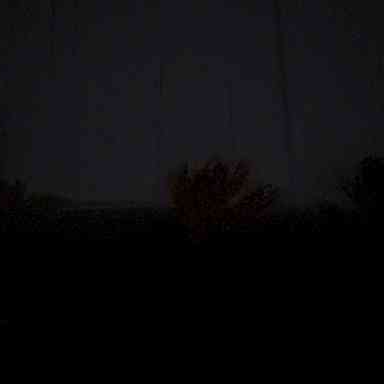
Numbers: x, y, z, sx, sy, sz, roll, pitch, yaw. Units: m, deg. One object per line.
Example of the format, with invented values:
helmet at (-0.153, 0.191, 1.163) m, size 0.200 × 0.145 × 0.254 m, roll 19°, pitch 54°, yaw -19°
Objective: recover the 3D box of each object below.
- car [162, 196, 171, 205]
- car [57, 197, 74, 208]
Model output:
car at (-3.433, 1.417, 65.340) m, size 2.150 × 2.045 × 5.566 m, roll 0°, pitch -1°, yaw 36°
car at (-18.356, 1.416, 44.765) m, size 1.837 × 1.490 × 4.892 m, roll 0°, pitch -1°, yaw 36°
